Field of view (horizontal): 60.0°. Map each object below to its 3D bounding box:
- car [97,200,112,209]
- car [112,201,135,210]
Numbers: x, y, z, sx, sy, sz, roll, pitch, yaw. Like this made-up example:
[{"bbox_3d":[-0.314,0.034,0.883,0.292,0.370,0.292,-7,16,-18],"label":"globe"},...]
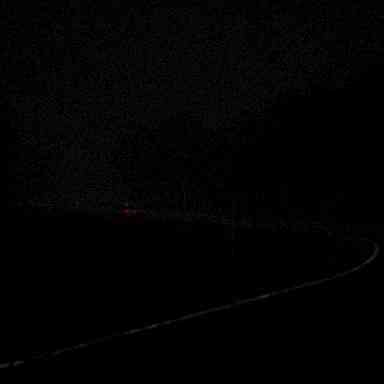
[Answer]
[{"bbox_3d":[-15.700,2.236,60.301,1.882,1.535,5.008,2,-2,-35],"label":"car"},{"bbox_3d":[-10.678,2.139,53.075,1.812,1.442,4.674,2,-2,-34],"label":"car"}]
